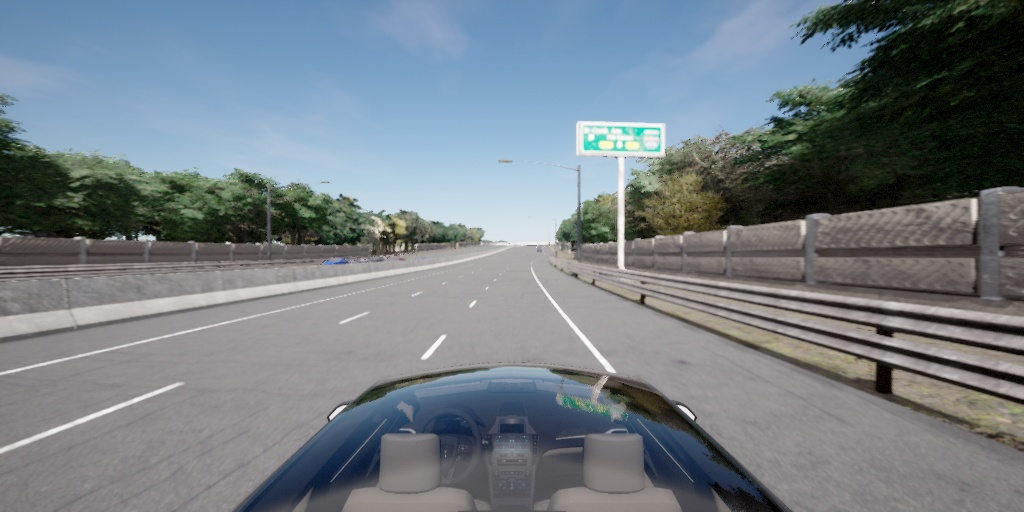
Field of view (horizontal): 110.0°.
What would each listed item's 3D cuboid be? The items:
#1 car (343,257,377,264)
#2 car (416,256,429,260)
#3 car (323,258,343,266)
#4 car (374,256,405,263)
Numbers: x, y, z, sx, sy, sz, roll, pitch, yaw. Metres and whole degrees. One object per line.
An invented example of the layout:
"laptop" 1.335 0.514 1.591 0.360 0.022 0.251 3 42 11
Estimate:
"car" -20.151 1.172 47.902 1.895 1.301 4.718 0 1 3
"car" -15.888 0.798 63.396 1.812 1.442 4.674 0 1 3
"car" -23.621 1.038 48.600 1.882 1.535 5.008 0 1 3
"car" -16.605 1.123 48.889 1.994 1.385 4.181 0 1 3
